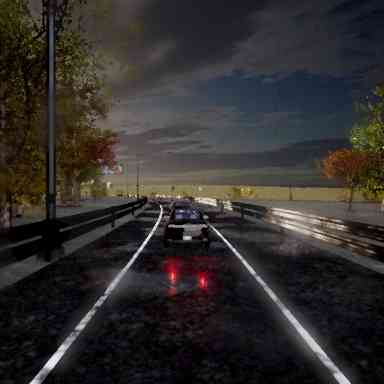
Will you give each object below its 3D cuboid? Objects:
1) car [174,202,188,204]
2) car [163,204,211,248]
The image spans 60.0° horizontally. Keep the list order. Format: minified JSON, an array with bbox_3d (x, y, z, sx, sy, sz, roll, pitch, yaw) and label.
[{"bbox_3d":[-1.010,1.565,29.777,1.994,1.385,4.181,0,0,-4],"label":"car"},{"bbox_3d":[-0.254,1.489,14.733,2.128,1.511,4.902,0,0,-2],"label":"car"}]
